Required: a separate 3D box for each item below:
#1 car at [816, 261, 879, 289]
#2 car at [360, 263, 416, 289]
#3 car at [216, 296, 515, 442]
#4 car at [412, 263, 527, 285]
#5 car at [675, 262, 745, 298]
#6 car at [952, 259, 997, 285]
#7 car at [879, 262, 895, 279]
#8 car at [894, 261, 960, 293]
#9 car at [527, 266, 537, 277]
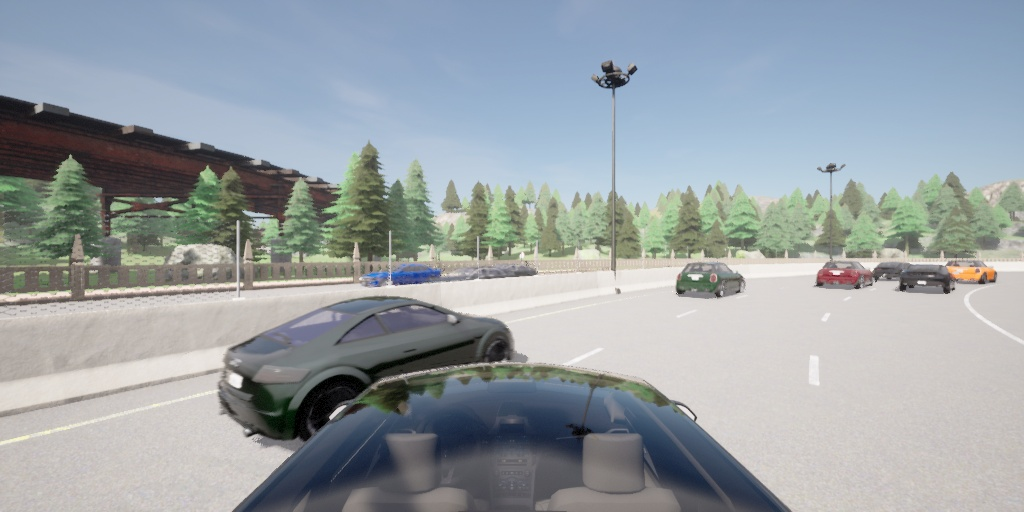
[{"bbox_3d":[21.656,1.094,23.260,4.553,1.767,2.097,0,0,-36],"label":"car"},{"bbox_3d":[-6.607,1.219,21.853,1.882,1.535,5.008,0,0,43],"label":"car"},{"bbox_3d":[-1.786,1.312,5.477,1.994,1.385,4.181,0,0,37],"label":"car"},{"bbox_3d":[-1.823,1.234,16.723,2.128,1.511,4.902,0,0,42],"label":"car"},{"bbox_3d":[10.428,1.094,18.760,4.553,1.767,2.097,0,0,-43],"label":"car"},{"bbox_3d":[33.602,1.091,26.423,4.553,1.767,2.097,0,0,-28],"label":"car"},{"bbox_3d":[31.163,1.243,29.096,4.892,1.490,1.837,0,0,-28],"label":"car"},{"bbox_3d":[23.881,1.241,20.580,4.892,1.490,1.837,2,-1,-36],"label":"car"},{"bbox_3d":[-0.416,1.233,23.253,4.902,1.511,2.128,0,0,-44],"label":"car"}]
